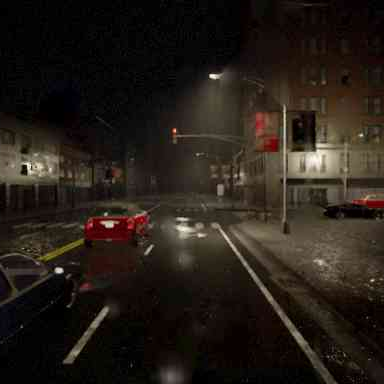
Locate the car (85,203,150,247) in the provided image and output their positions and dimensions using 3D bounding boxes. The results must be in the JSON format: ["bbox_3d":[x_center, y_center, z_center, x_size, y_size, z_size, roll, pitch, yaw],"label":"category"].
[{"bbox_3d":[-3.144,1.277,14.811,2.097,1.767,4.553,0,0,0],"label":"car"}]

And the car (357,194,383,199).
[{"bbox_3d":[18.112,1.129,33.767,5.009,1.841,2.192,0,1,0],"label":"car"}]

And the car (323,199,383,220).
[{"bbox_3d":[12.410,1.457,25.773,4.313,1.339,1.947,0,1,0],"label":"car"}]

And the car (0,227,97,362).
[{"bbox_3d":[-3.150,1.524,4.525,2.033,1.411,5.357,0,0,0],"label":"car"}]
